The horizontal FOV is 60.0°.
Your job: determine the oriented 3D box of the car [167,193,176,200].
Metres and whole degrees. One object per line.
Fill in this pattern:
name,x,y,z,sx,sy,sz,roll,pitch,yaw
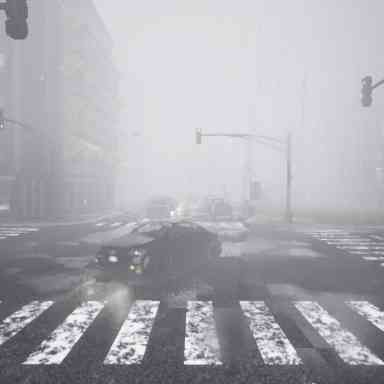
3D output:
car,-5.680,1.173,92.085,2.192,1.841,5.009,-1,0,0

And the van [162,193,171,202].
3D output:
van,-5.684,1.242,75.146,1.690,1.788,3.998,-1,0,0

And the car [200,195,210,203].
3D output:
car,2.669,1.353,69.529,1.967,1.590,4.097,-1,0,0

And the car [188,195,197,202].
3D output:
car,0.037,1.411,71.114,1.837,1.490,4.892,0,0,0

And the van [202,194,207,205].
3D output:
van,2.656,1.295,46.946,1.690,1.788,3.998,-1,0,0

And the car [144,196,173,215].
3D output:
car,-3.087,1.453,31.238,1.882,1.535,5.008,0,0,0

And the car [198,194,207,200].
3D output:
car,2.704,1.313,86.467,1.967,1.590,4.097,-1,0,0

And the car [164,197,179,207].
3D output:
car,-3.065,1.513,50.517,1.994,1.385,4.181,0,0,0

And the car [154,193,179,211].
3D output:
car,-3.079,1.315,40.552,2.097,1.767,4.553,0,0,0

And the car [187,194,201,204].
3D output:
car,0.120,1.283,61.416,2.097,1.767,4.553,0,0,0

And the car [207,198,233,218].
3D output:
car,2.654,1.522,30.009,1.887,1.381,4.507,-1,0,0

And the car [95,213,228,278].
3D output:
car,-0.862,1.559,10.256,1.994,1.385,4.181,0,0,37

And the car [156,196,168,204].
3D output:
car,-5.684,1.470,63.852,1.887,1.381,4.507,-1,0,0

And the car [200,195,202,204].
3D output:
car,2.660,1.490,52.592,1.887,1.381,4.507,-1,0,0

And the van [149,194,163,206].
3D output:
van,-5.690,1.286,52.561,1.690,1.788,3.998,-1,0,0

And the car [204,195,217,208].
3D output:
car,2.654,1.410,35.654,1.967,1.590,4.097,-1,0,0
